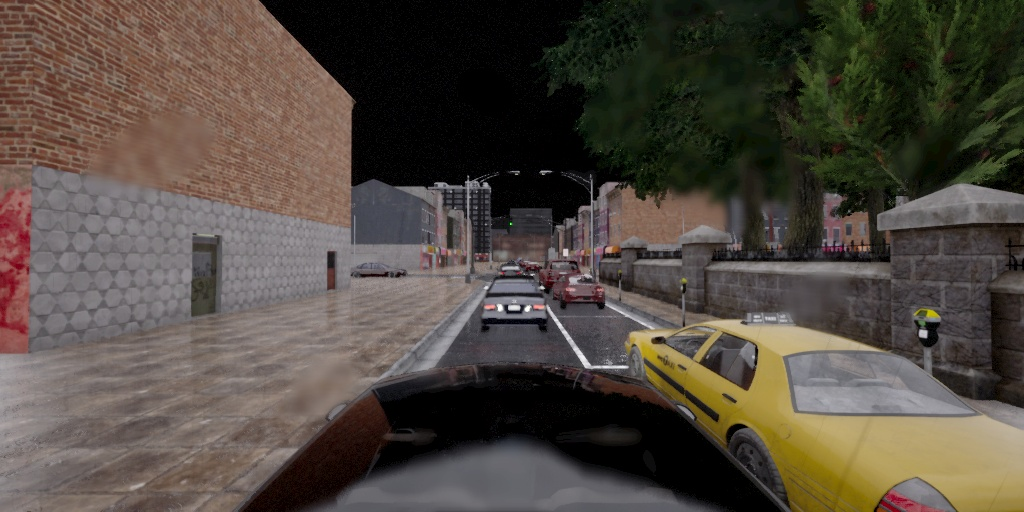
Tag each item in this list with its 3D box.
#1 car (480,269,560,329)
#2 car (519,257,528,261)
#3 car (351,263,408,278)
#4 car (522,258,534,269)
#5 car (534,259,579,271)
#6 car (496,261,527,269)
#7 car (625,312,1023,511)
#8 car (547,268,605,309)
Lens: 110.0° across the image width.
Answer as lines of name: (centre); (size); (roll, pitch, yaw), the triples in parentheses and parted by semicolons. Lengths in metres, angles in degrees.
car: (0.068, 1.300, 11.168); (2.033, 1.411, 5.357); (0, 0, 0)
car: (2.611, 1.397, 62.896); (1.888, 1.381, 4.507); (0, 0, 0)
car: (-12.060, 1.287, 31.694); (5.357, 1.411, 2.033); (0, -1, -4)
car: (2.619, 1.352, 46.585); (1.888, 1.381, 4.507); (0, 0, 0)
car: (2.632, 1.075, 20.156); (2.192, 1.841, 5.009); (0, 0, 0)
car: (-0.195, 1.293, 25.922); (1.812, 1.442, 4.674); (0, 0, -3)
car: (2.640, 1.276, 3.979); (1.751, 1.417, 4.829); (0, 0, 0)
car: (2.634, 1.337, 14.707); (1.802, 1.307, 4.207); (0, 0, 0)
